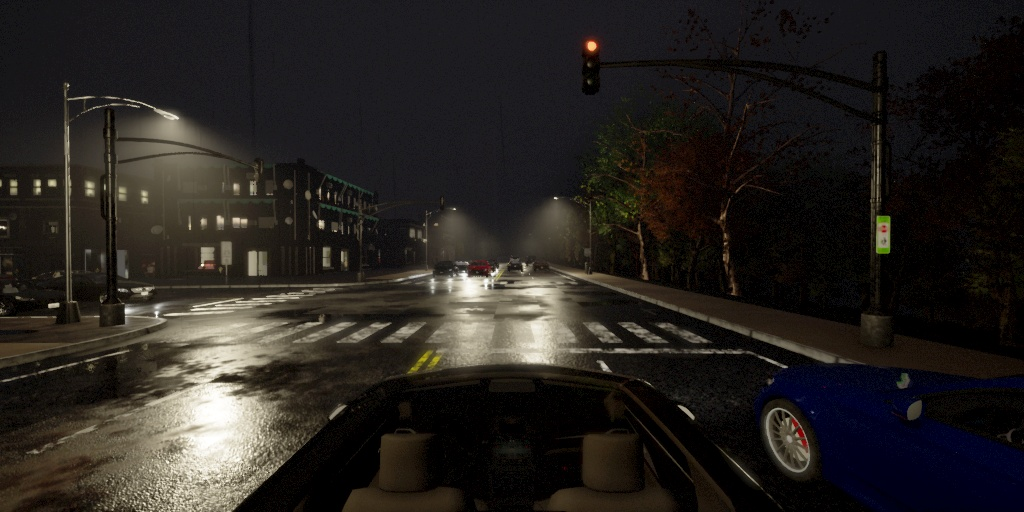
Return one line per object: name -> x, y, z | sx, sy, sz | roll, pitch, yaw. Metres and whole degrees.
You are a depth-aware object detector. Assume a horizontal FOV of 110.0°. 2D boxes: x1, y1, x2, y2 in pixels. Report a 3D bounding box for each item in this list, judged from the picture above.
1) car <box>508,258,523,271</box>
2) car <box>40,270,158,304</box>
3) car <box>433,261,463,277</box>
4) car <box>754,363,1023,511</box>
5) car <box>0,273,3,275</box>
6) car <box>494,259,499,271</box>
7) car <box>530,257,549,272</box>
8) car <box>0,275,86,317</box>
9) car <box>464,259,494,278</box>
car -> 0.462, 1.297, 48.872 | 1.994, 1.385, 4.181 | 0, 0, 0
car -> -19.219, 1.490, 16.556 | 4.674, 1.442, 1.812 | -1, 1, 2
car -> -6.340, 1.217, 34.782 | 1.882, 1.535, 5.008 | 0, 0, 1
car -> 3.355, 1.276, 1.682 | 1.812, 1.442, 4.674 | 0, 0, 1
car -> -33.659, 1.654, 22.489 | 4.207, 1.307, 1.802 | 0, 0, 1
car -> -3.006, 1.261, 44.686 | 1.812, 1.442, 4.674 | 0, 0, 1
car -> 3.693, 1.212, 46.498 | 1.882, 1.535, 5.008 | 0, 0, 0
car -> -19.857, 1.565, 13.863 | 4.313, 1.339, 1.948 | 0, 0, 1
car -> -3.083, 1.217, 34.625 | 1.882, 1.535, 5.008 | 0, 0, 1
